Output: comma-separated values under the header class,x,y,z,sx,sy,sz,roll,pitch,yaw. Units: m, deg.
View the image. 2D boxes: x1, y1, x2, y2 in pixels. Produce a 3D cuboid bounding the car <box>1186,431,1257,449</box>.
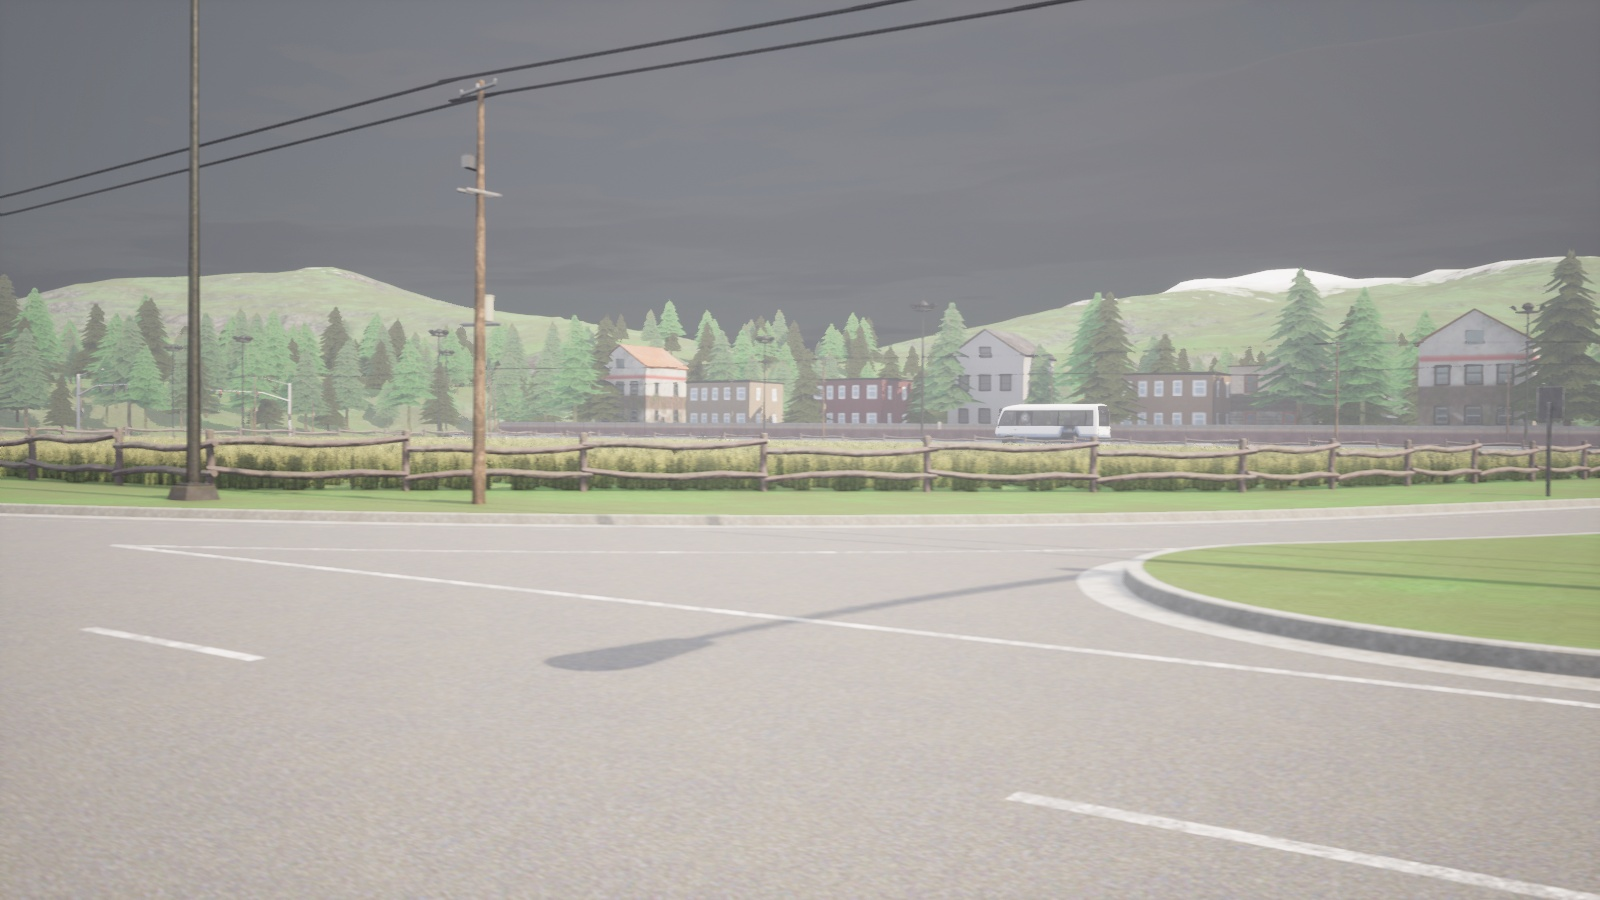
class,x,y,z,sx,sy,sz,roll,pitch,yaw
car,31.605,-0.740,94.202,4.718,1.301,1.895,0,1,34
